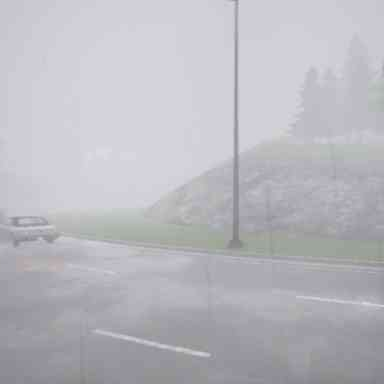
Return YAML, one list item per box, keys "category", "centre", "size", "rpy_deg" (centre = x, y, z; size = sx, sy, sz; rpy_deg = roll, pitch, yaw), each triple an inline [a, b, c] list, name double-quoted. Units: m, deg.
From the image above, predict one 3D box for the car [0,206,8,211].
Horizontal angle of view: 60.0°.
- category: "car"
  centre: [-17.005, 1.927, 28.391]
  size: [1.837, 1.490, 4.892]
  rpy_deg: [1, -1, -25]

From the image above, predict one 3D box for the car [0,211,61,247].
- category: "car"
  centre: [-8.517, 1.857, 16.701]
  size: [4.718, 1.301, 1.895]
  rpy_deg: [-1, -1, 43]
